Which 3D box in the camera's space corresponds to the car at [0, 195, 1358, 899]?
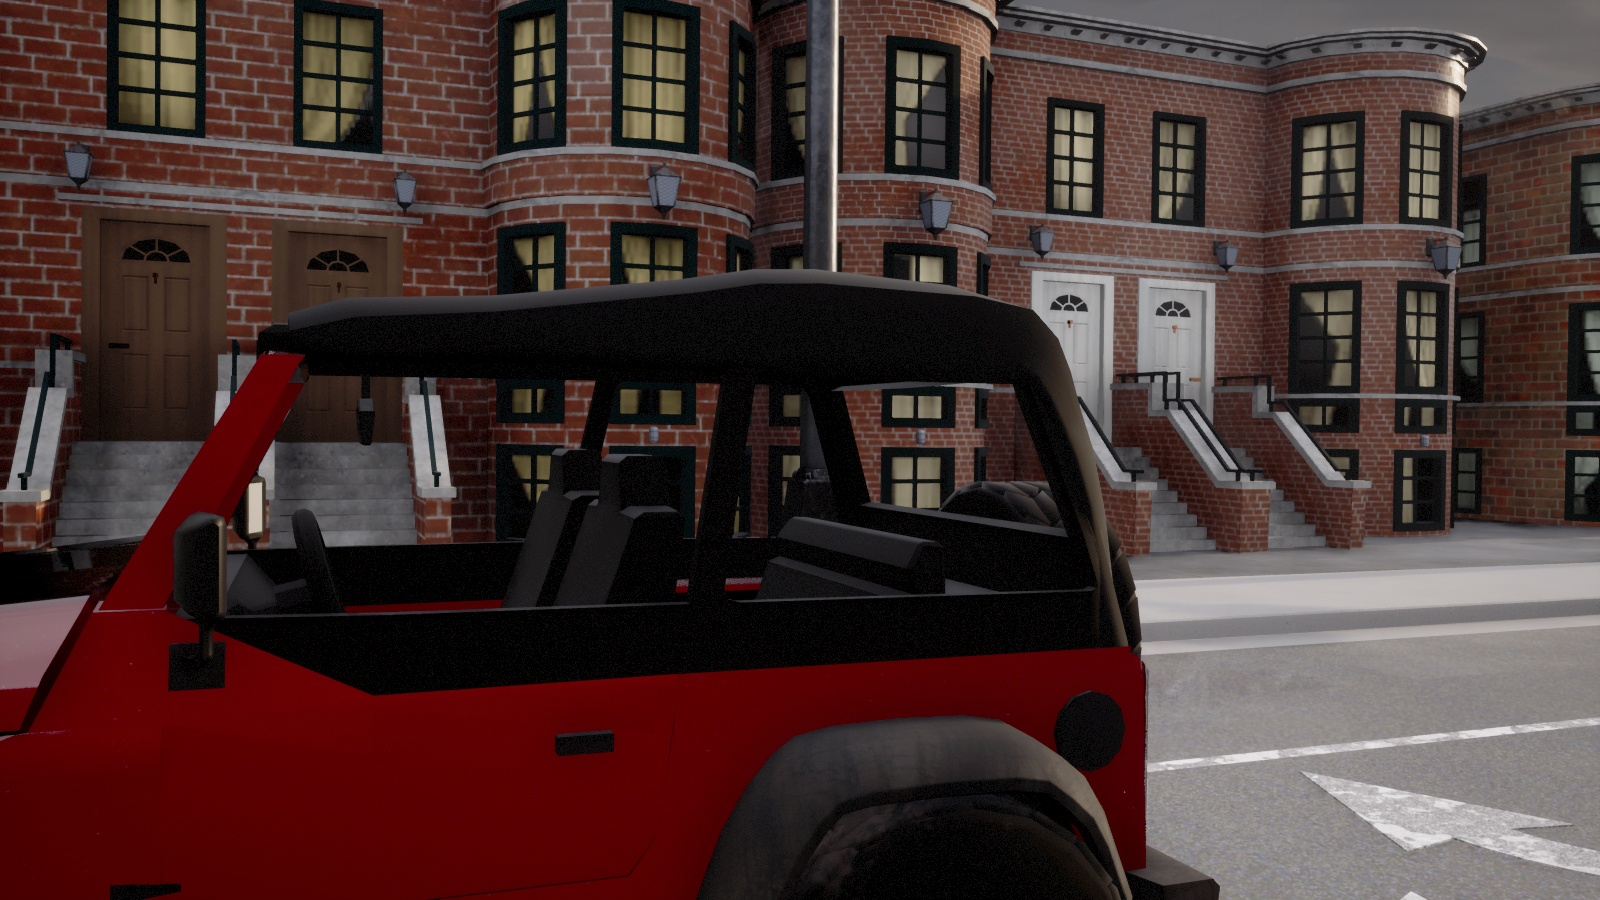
[{"bbox_3d":[-0.955,0.557,2.881,3.866,1.878,1.905,-1,1,-21],"label":"car"}]
